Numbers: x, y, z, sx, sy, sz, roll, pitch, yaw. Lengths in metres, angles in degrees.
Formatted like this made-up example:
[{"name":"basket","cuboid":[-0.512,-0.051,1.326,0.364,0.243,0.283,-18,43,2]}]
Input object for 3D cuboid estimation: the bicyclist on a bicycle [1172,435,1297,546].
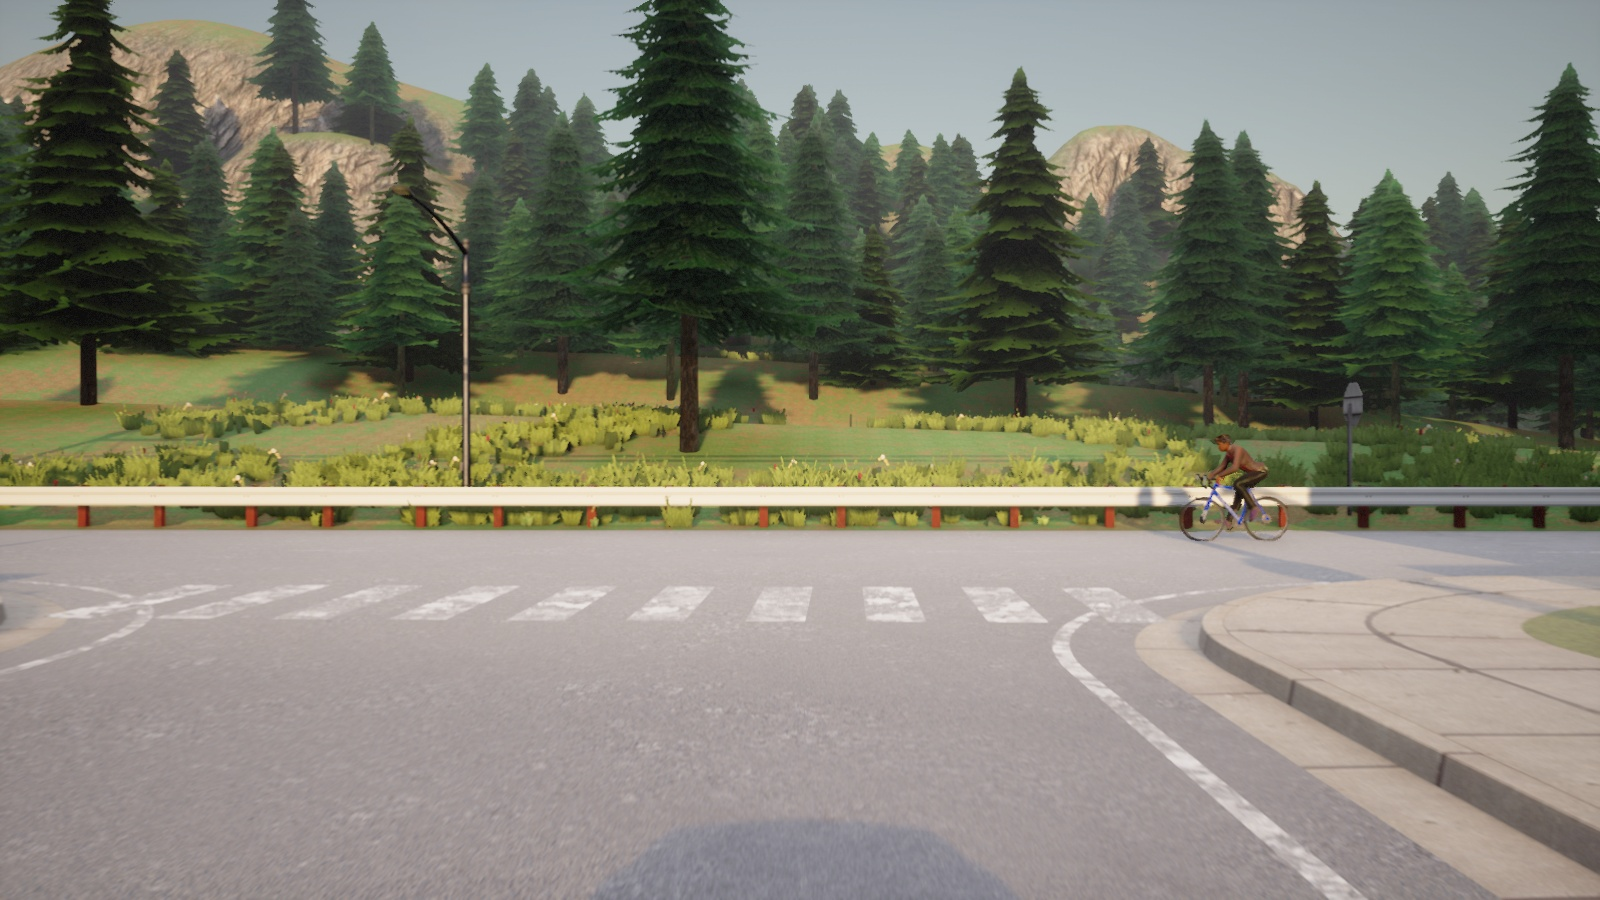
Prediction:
[{"name":"bicyclist on a bicycle","cuboid":[6.467,0.593,18.748,1.656,1.620,0.582,0,0,1]}]
